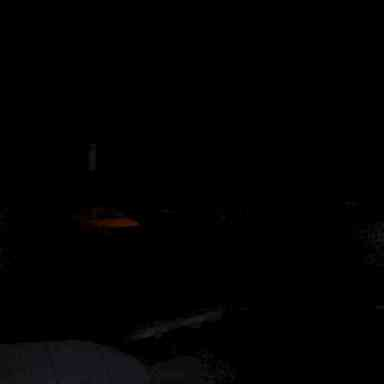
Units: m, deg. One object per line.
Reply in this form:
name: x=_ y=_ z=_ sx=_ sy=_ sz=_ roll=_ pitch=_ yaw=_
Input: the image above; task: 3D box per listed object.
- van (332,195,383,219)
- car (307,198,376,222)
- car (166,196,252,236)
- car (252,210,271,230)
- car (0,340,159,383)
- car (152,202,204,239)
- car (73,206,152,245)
van: x=13.893 y=1.303 z=28.768 sx=1.878 sy=1.987 sz=4.442 roll=0 pitch=0 yaw=-35
car: x=11.699 y=1.524 z=27.055 sx=2.231 sy=1.521 sz=4.892 roll=0 pitch=0 yaw=-35
car: x=0.391 y=1.241 z=18.976 sx=2.435 sy=2.045 sz=5.566 roll=0 pitch=0 yaw=-35
car: x=2.656 y=1.528 z=20.588 sx=2.163 sy=1.488 sz=4.792 roll=0 pitch=0 yaw=-35
car: x=-2.273 y=1.521 z=1.510 sx=4.674 sy=1.442 sz=1.812 roll=0 pitch=0 yaw=-35
car: x=-1.886 y=1.486 z=17.382 sx=2.231 sy=1.521 sz=4.892 roll=0 pitch=0 yaw=-35
car: x=-4.157 y=1.477 z=15.779 sx=2.097 sy=1.535 sz=5.008 roll=0 pitch=0 yaw=-35
